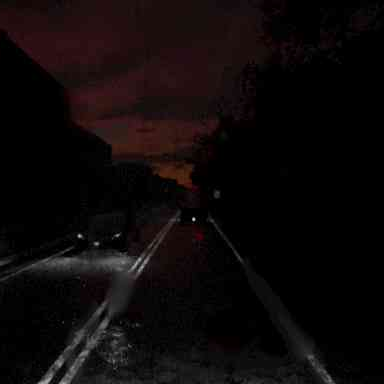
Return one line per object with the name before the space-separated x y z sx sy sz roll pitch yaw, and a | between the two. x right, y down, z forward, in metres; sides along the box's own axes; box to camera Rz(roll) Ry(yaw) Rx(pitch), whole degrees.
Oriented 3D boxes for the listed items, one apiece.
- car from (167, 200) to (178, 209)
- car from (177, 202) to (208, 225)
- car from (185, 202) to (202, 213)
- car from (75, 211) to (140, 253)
car | -3.145 2.100 56.865 2.033 1.411 5.357 0 -1 1
car | 0.124 1.582 24.523 1.837 1.490 4.892 0 0 0
car | 0.181 1.873 41.403 1.895 1.301 4.718 0 -1 0
car | -3.340 1.546 13.950 1.812 1.442 4.674 0 0 0
